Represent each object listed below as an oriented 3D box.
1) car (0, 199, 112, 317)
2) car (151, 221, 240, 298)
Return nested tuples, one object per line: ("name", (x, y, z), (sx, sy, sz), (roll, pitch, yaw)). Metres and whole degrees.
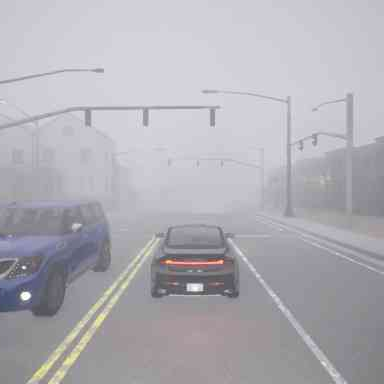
("car", (-3.508, 1.221, 7.844), (2.150, 2.045, 5.566), (0, 0, 1))
("car", (0.077, 1.505, 8.528), (1.837, 1.490, 4.892), (0, 0, 1))
